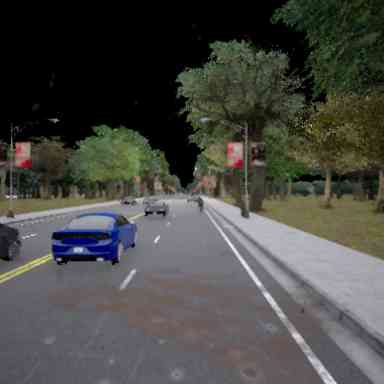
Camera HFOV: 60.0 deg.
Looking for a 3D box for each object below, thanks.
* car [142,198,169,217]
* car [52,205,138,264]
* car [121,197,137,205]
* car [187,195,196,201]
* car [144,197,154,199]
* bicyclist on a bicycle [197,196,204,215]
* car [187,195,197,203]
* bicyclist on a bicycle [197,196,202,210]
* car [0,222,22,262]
[{"bbox_3d":[-3.160,1.520,30.598,1.895,1.301,4.718,0,0,0],"label":"car"},{"bbox_3d":[-3.155,1.447,11.702,1.882,1.535,5.008,0,0,0],"label":"car"},{"bbox_3d":[-9.828,1.419,52.056,1.994,1.385,4.181,0,0,0],"label":"car"},{"bbox_3d":[-0.019,1.335,76.923,1.994,1.385,4.181,0,0,0],"label":"car"},{"bbox_3d":[-6.579,1.418,52.207,1.994,1.385,4.181,0,0,0],"label":"car"},{"bbox_3d":[0.886,1.370,31.394,0.582,1.620,1.656,0,0,0],"label":"bicyclist on a bicycle"},{"bbox_3d":[0.008,1.364,64.630,2.033,1.411,5.357,0,0,1],"label":"car"},{"bbox_3d":[0.882,1.343,40.883,0.582,1.620,1.656,0,0,0],"label":"bicyclist on a bicycle"},{"bbox_3d":[-6.600,1.501,9.357,1.812,1.442,4.674,0,0,0],"label":"car"}]
